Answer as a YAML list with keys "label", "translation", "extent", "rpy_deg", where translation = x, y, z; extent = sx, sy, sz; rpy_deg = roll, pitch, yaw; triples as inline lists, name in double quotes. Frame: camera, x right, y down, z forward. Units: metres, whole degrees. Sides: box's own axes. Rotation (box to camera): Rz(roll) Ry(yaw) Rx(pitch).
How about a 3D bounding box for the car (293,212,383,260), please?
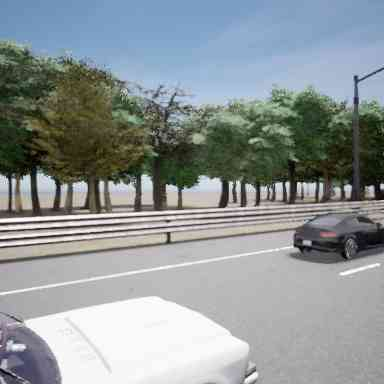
- label: "car"
  translation: [5.573, 1.451, 12.021]
  extent: [4.674, 1.442, 1.812]
  rpy_deg: [-1, 0, -35]

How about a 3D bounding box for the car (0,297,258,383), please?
- label: "car"
  translation: [-1.721, 1.601, 2.516]
  extent: [4.718, 1.301, 1.895]
  rpy_deg: [0, 0, -36]
